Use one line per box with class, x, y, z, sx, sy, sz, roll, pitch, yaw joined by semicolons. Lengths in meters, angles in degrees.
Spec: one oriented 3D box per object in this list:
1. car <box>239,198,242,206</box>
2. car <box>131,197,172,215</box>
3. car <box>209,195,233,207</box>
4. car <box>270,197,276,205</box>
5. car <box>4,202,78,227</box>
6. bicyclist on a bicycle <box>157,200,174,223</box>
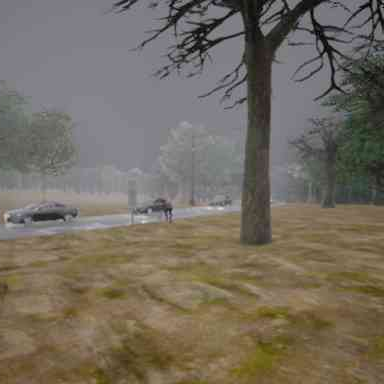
car;8.147;1.238;46.064;1.882;1.535;5.008;1;0;28
car;-3.859;1.313;32.218;1.837;1.490;4.892;1;3;32
car;3.984;1.214;44.970;1.837;1.490;4.892;1;1;29
car;12.757;1.449;55.430;1.895;1.301;4.718;1;0;23
car;-10.360;1.447;23.163;2.128;1.511;4.902;1;1;37
bicyclist on a bicycle;-1.917;1.403;23.700;1.656;1.620;0.582;-1;0;36
